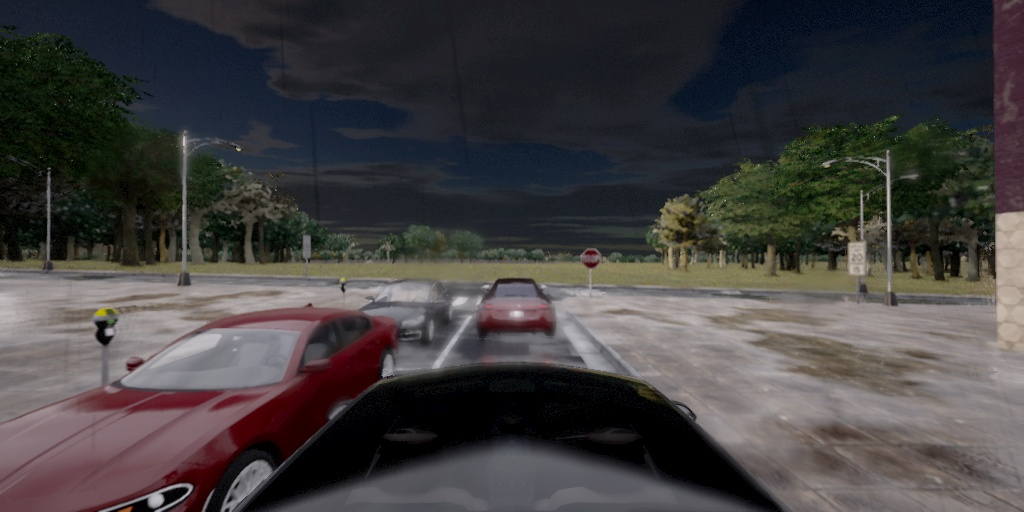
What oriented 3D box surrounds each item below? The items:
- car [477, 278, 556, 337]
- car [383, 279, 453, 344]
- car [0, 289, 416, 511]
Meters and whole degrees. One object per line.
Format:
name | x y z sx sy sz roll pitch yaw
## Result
car | 0.100 1.317 10.312 1.994 1.385 4.181 0 0 0
car | -2.637 1.303 9.444 2.007 1.370 4.403 0 0 0
car | -2.637 1.296 3.903 1.888 1.381 4.507 0 0 0
